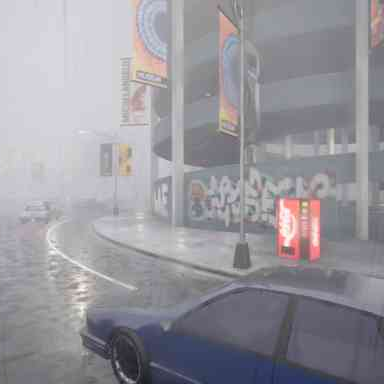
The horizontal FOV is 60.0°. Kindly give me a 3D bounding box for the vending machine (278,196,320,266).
[{"bbox_3d":[3.482,1.195,10.820,0.880,2.100,1.100,0,0,45],"label":"vending machine"}]

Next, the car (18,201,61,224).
[{"bbox_3d":[-11.194,1.601,24.846,1.895,1.301,4.718,0,0,-9],"label":"car"}]

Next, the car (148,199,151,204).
[{"bbox_3d":[-6.108,1.600,62.387,1.895,1.301,4.718,0,0,31],"label":"car"}]

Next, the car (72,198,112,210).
[{"bbox_3d":[-12.878,1.547,42.363,2.033,1.411,5.357,0,0,20],"label":"car"}]

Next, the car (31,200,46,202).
[{"bbox_3d":[-14.753,1.526,32.542,1.812,1.442,4.674,0,0,3],"label":"car"}]

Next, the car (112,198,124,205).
[{"bbox_3d":[-13.752,1.601,56.482,1.895,1.301,4.718,0,0,31],"label":"car"}]

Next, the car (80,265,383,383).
[{"bbox_3d":[1.119,1.548,3.456,5.357,1.411,2.033,0,0,37],"label":"car"}]
